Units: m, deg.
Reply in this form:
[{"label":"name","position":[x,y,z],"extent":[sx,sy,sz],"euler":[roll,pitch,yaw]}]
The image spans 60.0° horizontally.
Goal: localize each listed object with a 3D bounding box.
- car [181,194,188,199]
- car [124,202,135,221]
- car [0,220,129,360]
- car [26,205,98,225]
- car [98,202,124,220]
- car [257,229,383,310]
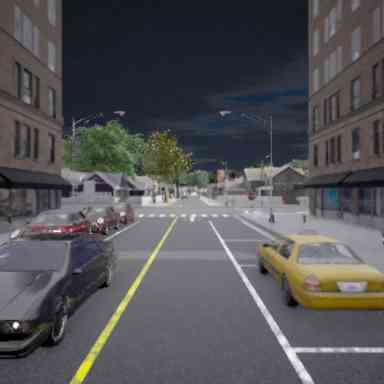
[{"label":"car","position":[-2.069,1.278,95.050],"extent":[1.882,1.535,5.008],"euler":[0,0,0]},{"label":"car","position":[-5.380,1.479,24.170],"extent":[1.967,1.590,4.097],"euler":[0,0,0]},{"label":"car","position":[-2.847,1.559,6.586],"extent":[2.033,1.411,5.357],"euler":[0,0,0]},{"label":"car","position":[-5.388,1.462,13.163],"extent":[1.967,1.590,4.097],"euler":[0,0,0]},{"label":"car","position":[-5.384,1.471,18.666],"extent":[1.967,1.590,4.097],"euler":[0,0,0]},{"label":"car","position":[2.656,1.538,7.828],"extent":[1.752,1.417,4.829],"euler":[0,0,0]}]
